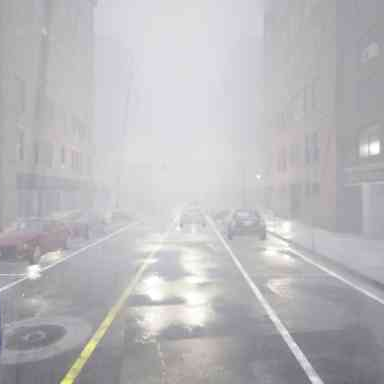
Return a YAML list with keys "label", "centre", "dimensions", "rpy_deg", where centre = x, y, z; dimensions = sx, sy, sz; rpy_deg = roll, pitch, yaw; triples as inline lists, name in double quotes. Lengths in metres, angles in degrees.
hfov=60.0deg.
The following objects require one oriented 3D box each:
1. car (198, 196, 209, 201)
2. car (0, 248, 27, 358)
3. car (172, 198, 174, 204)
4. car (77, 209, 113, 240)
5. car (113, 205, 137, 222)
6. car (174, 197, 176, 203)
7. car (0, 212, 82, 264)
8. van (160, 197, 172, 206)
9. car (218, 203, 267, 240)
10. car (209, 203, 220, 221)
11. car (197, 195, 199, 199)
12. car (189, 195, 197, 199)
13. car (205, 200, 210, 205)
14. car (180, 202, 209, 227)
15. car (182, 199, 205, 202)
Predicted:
- label: "car"
  centre: [2.837, 2.037, 69.296]
  dimensions: [1.967, 1.590, 4.097]
  rpy_deg: [0, -1, 0]
- label: "car"
  centre: [-3.099, 1.494, 1.771]
  dimensions: [1.882, 1.535, 5.008]
  rpy_deg: [0, -1, 0]
- label: "car"
  centre: [-5.661, 2.088, 75.002]
  dimensions: [1.967, 1.590, 4.097]
  rpy_deg: [0, -1, 0]
- label: "car"
  centre: [-5.851, 1.696, 17.859]
  dimensions: [1.887, 1.381, 4.507]
  rpy_deg: [0, 0, 0]
- label: "car"
  centre: [-5.847, 1.798, 29.050]
  dimensions: [2.008, 1.369, 4.403]
  rpy_deg: [0, 0, 0]
- label: "car"
  centre: [-5.634, 2.263, 80.669]
  dimensions: [1.947, 1.339, 4.313]
  rpy_deg: [0, -1, 0]
- label: "car"
  centre: [-5.853, 1.649, 12.263]
  dimensions: [1.887, 1.381, 4.507]
  rpy_deg: [0, 0, 0]
- label: "van"
  centre: [-5.689, 1.939, 69.335]
  dimensions: [1.690, 1.788, 3.998]
  rpy_deg: [0, -1, 0]
- label: "car"
  centre: [2.674, 1.591, 17.865]
  dimensions: [1.967, 1.590, 4.097]
  rpy_deg: [0, 0, 0]
- label: "car"
  centre: [2.679, 1.828, 29.052]
  dimensions: [1.802, 1.307, 4.206]
  rpy_deg: [0, 0, 0]
- label: "car"
  centre: [2.892, 2.137, 80.633]
  dimensions: [1.967, 1.590, 4.097]
  rpy_deg: [0, 0, 0]
- label: "car"
  centre: [0.295, 2.224, 95.120]
  dimensions: [1.994, 1.385, 4.181]
  rpy_deg: [0, 0, 0]
- label: "car"
  centre: [2.681, 1.846, 34.646]
  dimensions: [2.008, 1.369, 4.403]
  rpy_deg: [0, 0, 0]
- label: "car"
  centre: [0.077, 1.732, 24.405]
  dimensions: [1.812, 1.442, 4.674]
  rpy_deg: [0, 0, 1]
- label: "car"
  centre: [0.180, 1.843, 37.185]
  dimensions: [1.812, 1.442, 4.674]
  rpy_deg: [0, 0, 4]
